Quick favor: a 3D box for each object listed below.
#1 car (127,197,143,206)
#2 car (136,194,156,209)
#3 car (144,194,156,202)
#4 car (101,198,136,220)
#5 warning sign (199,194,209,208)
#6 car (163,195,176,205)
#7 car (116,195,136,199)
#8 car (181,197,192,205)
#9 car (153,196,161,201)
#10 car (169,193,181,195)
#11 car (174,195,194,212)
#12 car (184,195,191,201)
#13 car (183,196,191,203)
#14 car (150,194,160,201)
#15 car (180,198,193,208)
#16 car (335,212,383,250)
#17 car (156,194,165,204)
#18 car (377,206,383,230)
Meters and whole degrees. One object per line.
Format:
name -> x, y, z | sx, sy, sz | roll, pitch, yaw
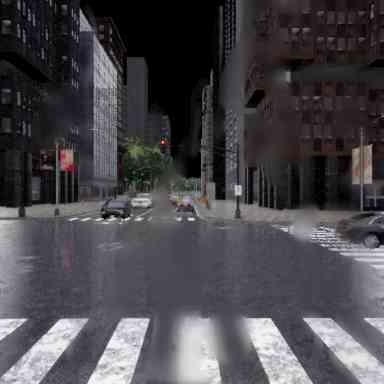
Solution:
car -> -9.403, 1.570, 55.081 | 1.752, 1.417, 4.829 | 0, 0, -1
car -> -6.642, 1.242, 45.027 | 2.150, 2.045, 5.566 | 0, 0, -1
car -> -9.612, 1.417, 76.955 | 2.192, 1.841, 5.009 | 0, 0, -1
car -> -6.304, 1.531, 28.213 | 2.033, 1.411, 5.357 | 0, 0, -4
warning sign -> 1.551, 1.131, 42.744 | 1.300, 1.860, 1.060 | 0, 0, -1
car -> -3.570, 1.653, 58.346 | 1.895, 1.301, 4.718 | 0, 0, -1
car -> -9.302, 1.335, 44.400 | 2.192, 1.841, 5.009 | 0, 0, -1
car -> -0.931, 1.603, 60.751 | 1.887, 1.381, 4.507 | 0, 0, -1
car -> -9.766, 1.695, 93.231 | 1.887, 1.381, 4.507 | 0, 0, -1
car -> -3.829, 1.575, 75.426 | 1.882, 1.535, 5.008 | 0, 0, -1
car -> -0.725, 1.448, 39.052 | 1.967, 1.590, 4.097 | 0, 0, -1
car -> -1.190, 1.574, 87.875 | 1.967, 1.590, 4.097 | 0, 0, -1
car -> -1.036, 1.612, 71.770 | 1.752, 1.417, 4.829 | 0, 0, -1
car -> -9.715, 1.449, 87.806 | 2.192, 1.841, 5.009 | 0, 0, -1
car -> -0.828, 1.614, 49.901 | 1.802, 1.307, 4.206 | 0, 0, -1
car -> 8.812, 1.660, 14.395 | 4.892, 1.490, 1.837 | 1, 1, 4
car -> -6.763, 1.420, 64.788 | 2.097, 1.767, 4.553 | 0, 0, 0
car -> 14.737, 1.724, 21.055 | 4.902, 1.511, 2.128 | 1, 0, 0
